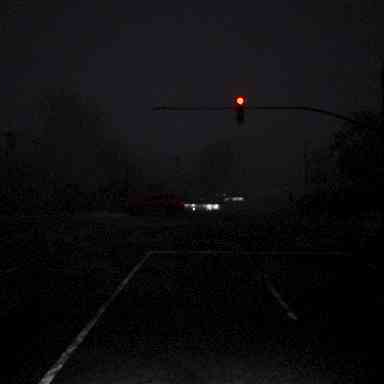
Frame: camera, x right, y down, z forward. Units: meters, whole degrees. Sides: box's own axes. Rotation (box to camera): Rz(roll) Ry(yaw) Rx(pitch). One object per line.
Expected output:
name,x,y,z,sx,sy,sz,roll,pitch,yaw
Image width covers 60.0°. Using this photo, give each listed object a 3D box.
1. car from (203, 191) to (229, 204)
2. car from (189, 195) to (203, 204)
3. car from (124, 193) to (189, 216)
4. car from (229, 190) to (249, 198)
car,3.824,1.073,52.362,2.128,1.511,4.902,0,2,19
car,0.476,1.126,53.525,2.033,1.411,5.357,0,2,19
car,-3.347,1.139,30.216,5.566,2.045,2.150,0,0,3
car,9.822,0.354,66.678,2.033,1.411,5.357,0,4,27
